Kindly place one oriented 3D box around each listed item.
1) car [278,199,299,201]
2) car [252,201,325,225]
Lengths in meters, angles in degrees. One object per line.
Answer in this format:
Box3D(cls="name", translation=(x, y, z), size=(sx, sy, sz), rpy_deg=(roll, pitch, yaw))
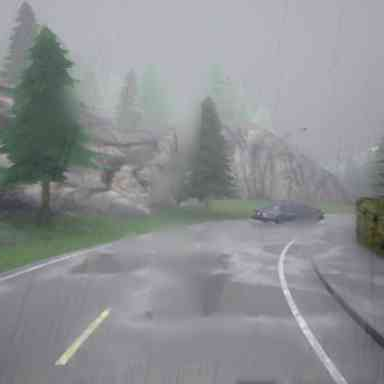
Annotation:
Box3D(cls="car", translation=(10.334, 1.445, 34.098), size=(5.357, 1.411, 2.033), rpy_deg=(4, 4, 15))
Box3D(cls="car", translation=(7.002, 1.563, 24.116), size=(5.357, 1.411, 2.033), rpy_deg=(0, 0, -22))
